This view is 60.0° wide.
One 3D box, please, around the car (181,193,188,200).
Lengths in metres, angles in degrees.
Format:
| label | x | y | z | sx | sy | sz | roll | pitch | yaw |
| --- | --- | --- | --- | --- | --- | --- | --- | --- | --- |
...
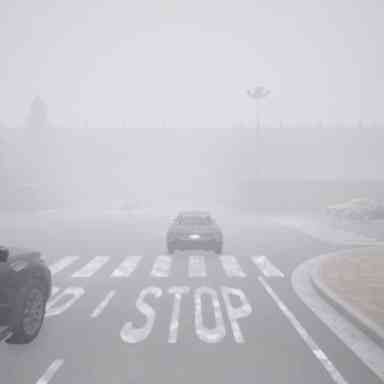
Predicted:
| label | x | y | z | sx | sy | sz | roll | pitch | yaw |
| --- | --- | --- | --- | --- | --- | --- | --- | --- | --- |
| car | -2.426 | 0.960 | 81.044 | 2.097 | 1.767 | 4.553 | 0 | 0 | 14 |

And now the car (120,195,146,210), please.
| label | x | y | z | sx | sy | sz | roll | pitch | yaw |
| --- | --- | --- | --- | --- | --- | --- | --- | --- | --- |
| car | -7.087 | 1.160 | 39.253 | 2.097 | 1.767 | 4.553 | 0 | 0 | 0 |

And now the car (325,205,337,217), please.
| label | x | y | z | sx | sy | sz | roll | pitch | yaw |
| --- | --- | --- | --- | --- | --- | --- | --- | --- | --- |
| car | 13.199 | 1.293 | 26.460 | 5.008 | 1.535 | 1.882 | 0 | 0 | 0 |

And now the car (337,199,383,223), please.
| label | x | y | z | sx | sy | sz | roll | pitch | yaw |
| --- | --- | --- | --- | --- | --- | --- | --- | --- | --- |
| car | 13.106 | 1.324 | 22.965 | 4.902 | 1.511 | 2.128 | 0 | 0 | 0 |

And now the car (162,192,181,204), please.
| label | x | y | z | sx | sy | sz | roll | pitch | yaw |
| --- | --- | --- | --- | --- | --- | --- | --- | --- | --- |
| car | -3.396 | 0.946 | 56.443 | 2.150 | 2.045 | 5.566 | 0 | 0 | 0 |

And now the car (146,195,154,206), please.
| label | x | y | z | sx | sy | sz | roll | pitch | yaw |
| --- | --- | --- | --- | --- | --- | --- | --- | --- | --- |
| car | -7.083 | 1.365 | 48.332 | 1.895 | 1.301 | 4.718 | 0 | 0 | 0 |

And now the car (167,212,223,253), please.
| label | x | y | z | sx | sy | sz | roll | pitch | yaw |
| --- | --- | --- | --- | --- | --- | --- | --- | --- | --- |
| car | 0.098 | 1.451 | 13.036 | 1.994 | 1.385 | 4.181 | 0 | 0 | 0 |

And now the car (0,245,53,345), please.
| label | x | y | z | sx | sy | sz | roll | pitch | yaw |
| --- | --- | --- | --- | --- | --- | --- | --- | --- | --- |
| car | -3.399 | 1.205 | 3.195 | 2.150 | 2.045 | 5.566 | 0 | 0 | 0 |

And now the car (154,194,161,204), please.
| label | x | y | z | sx | sy | sz | roll | pitch | yaw |
| --- | --- | --- | --- | --- | --- | --- | --- | --- | --- |
| car | -7.047 | 1.241 | 58.369 | 1.812 | 1.442 | 4.674 | 0 | 0 | 0 |
